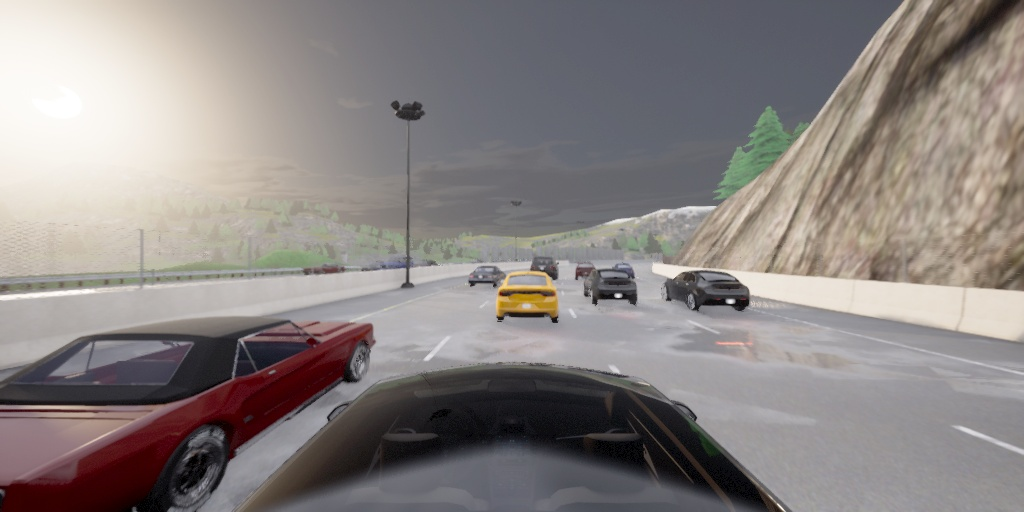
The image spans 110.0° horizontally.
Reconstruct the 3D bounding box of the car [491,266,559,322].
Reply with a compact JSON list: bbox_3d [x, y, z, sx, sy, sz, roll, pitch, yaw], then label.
[{"bbox_3d":[0.569,1.271,12.586,1.882,1.535,5.008,0,0,4],"label":"car"}]

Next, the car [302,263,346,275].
[{"bbox_3d":[-20.658,1.445,39.541,1.895,1.301,4.718,0,0,12],"label":"car"}]

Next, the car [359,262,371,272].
[{"bbox_3d":[-16.277,1.375,43.182,1.837,1.490,4.892,0,0,13],"label":"car"}]

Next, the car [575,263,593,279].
[{"bbox_3d":[7.028,1.372,34.219,1.882,1.535,5.008,0,0,11],"label":"car"}]

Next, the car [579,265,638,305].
[{"bbox_3d":[4.409,1.324,16.569,1.837,1.490,4.892,0,0,5],"label":"car"}]

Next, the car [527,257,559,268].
[{"bbox_3d":[2.849,1.093,31.106,2.150,2.045,5.566,0,0,10],"label":"car"}]

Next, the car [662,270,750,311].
[{"bbox_3d":[7.758,1.326,14.810,1.837,1.490,4.892,0,0,5],"label":"car"}]

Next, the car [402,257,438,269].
[{"bbox_3d":[-9.854,1.225,39.806,2.097,1.767,4.553,0,0,12],"label":"car"}]

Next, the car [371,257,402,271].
[{"bbox_3d":[-13.210,1.090,40.939,2.150,2.045,5.566,0,0,13],"label":"car"}]

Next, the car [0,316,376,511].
[{"bbox_3d":[-3.319,1.352,4.161,1.895,1.301,4.718,0,0,1],"label":"car"}]

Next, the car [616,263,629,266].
[{"bbox_3d":[10.700,1.432,34.711,1.812,1.442,4.674,0,0,12],"label":"car"}]

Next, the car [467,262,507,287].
[{"bbox_3d":[-1.651,1.385,25.263,2.033,1.411,5.357,0,0,8],"label":"car"}]
